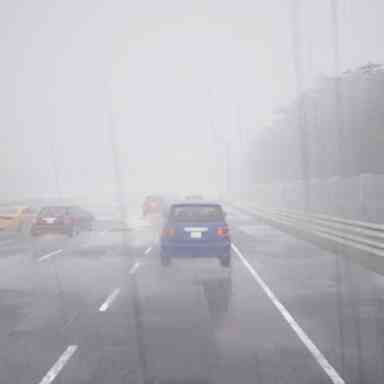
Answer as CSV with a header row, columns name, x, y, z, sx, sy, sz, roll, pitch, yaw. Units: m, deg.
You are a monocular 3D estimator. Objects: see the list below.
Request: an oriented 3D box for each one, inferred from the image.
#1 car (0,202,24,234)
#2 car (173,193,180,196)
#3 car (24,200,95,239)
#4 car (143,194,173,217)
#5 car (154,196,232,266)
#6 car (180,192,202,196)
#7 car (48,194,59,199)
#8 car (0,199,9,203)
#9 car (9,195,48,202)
name,x,y,z,sx,sy,sz,roll,pitch,yaw
car,-10.352,1.579,19.972,1.882,1.535,5.008,0,0,0
car,-3.089,1.026,62.041,2.097,1.767,4.553,0,1,1
car,-6.859,1.453,18.213,2.097,1.767,4.553,0,0,0
car,-3.386,1.284,32.239,2.150,2.045,5.566,0,0,0
car,0.119,1.297,11.913,2.150,2.045,5.566,0,0,0
car,0.216,1.285,32.158,2.150,2.045,5.566,0,0,0
car,-27.542,0.958,65.994,1.812,1.442,4.674,0,1,1
car,-24.322,1.529,43.876,1.895,1.301,4.718,0,1,1
car,-20.848,1.424,42.702,1.882,1.535,5.008,0,2,1
